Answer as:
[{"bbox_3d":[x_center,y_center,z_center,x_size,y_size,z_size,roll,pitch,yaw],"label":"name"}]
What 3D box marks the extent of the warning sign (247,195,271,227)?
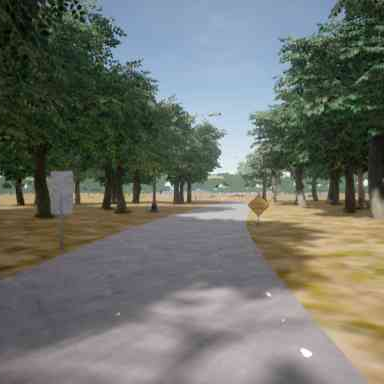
[{"bbox_3d":[4.005,1.102,20.032,1.300,1.860,1.060,1,1,8],"label":"warning sign"}]
